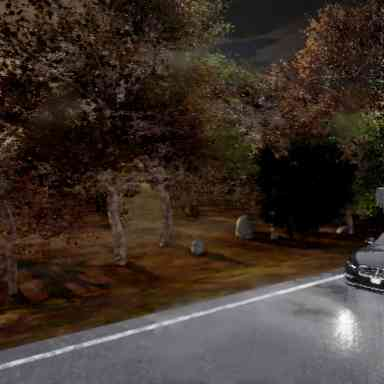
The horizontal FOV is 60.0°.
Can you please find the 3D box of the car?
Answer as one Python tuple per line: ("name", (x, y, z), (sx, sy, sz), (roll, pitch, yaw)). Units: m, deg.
("car", (5.615, 1.498, 7.979), (4.892, 1.490, 1.837), (0, 0, -35))
